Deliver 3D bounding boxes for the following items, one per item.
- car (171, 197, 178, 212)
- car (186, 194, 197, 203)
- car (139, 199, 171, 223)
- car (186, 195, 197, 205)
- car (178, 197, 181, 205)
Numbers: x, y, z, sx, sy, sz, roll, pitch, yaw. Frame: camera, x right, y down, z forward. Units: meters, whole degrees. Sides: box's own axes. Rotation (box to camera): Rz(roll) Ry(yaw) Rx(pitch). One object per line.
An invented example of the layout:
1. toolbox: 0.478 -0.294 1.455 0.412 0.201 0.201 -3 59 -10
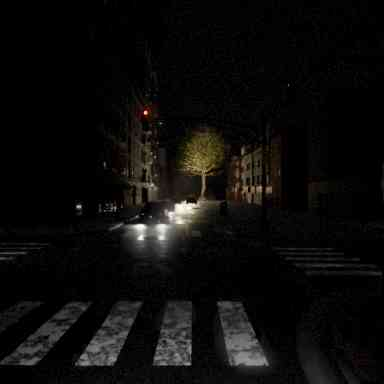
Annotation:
1. car: -2.949 1.542 38.191 1.994 1.385 4.181 0 0 0
2. car: -0.077 1.329 69.338 2.097 1.767 4.553 0 0 0
3. car: -2.921 1.491 25.737 1.837 1.490 4.892 0 0 0
4. car: -0.052 1.454 59.363 1.882 1.535 5.008 0 0 0
5. car: -2.914 1.577 59.215 1.895 1.301 4.718 0 0 0
